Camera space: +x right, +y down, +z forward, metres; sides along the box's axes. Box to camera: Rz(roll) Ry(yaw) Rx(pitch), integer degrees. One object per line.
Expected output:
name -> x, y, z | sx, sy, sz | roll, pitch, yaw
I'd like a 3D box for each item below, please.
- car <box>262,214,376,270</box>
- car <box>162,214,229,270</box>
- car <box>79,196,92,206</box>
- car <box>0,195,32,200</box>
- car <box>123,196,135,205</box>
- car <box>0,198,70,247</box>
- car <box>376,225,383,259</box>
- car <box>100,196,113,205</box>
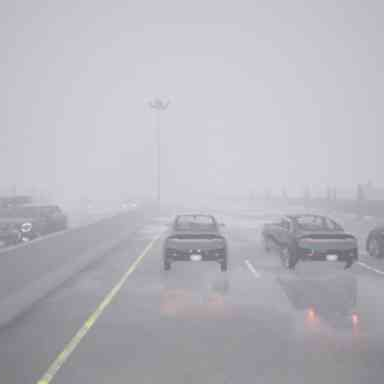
car -> 3.599, 1.479, 10.980 | 2.128, 1.511, 4.902 | 0, 0, 0
car -> 0.100, 1.479, 10.968 | 2.128, 1.511, 4.902 | 0, 0, 0
car -> -17.669, 1.440, 55.304 | 1.837, 1.490, 4.892 | 0, 0, -16
car -> -10.605, 1.201, 18.266 | 2.150, 2.045, 5.566 | 0, 0, 0
car -> -10.879, 1.440, 57.064 | 1.837, 1.490, 4.892 | 0, 0, -15
car -> -7.105, 1.335, 14.579 | 2.097, 1.767, 4.553 | 0, 0, 0
car -> 7.097, 1.341, 9.688 | 2.097, 1.767, 4.553 | 0, 0, 0
car -> -15.175, 1.457, 59.119 | 1.812, 1.442, 4.674 | 0, 0, -17
